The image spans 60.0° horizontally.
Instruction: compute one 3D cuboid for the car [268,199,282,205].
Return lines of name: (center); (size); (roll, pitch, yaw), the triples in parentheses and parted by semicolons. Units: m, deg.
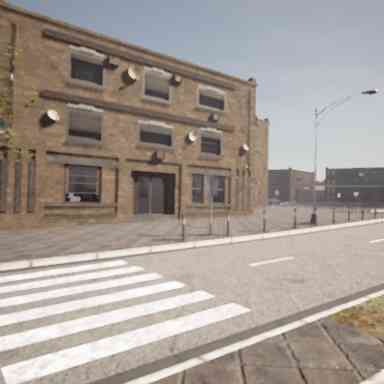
car: (18.702, 2.219, 75.515); (2.163, 1.488, 4.792); (1, -1, 43)
